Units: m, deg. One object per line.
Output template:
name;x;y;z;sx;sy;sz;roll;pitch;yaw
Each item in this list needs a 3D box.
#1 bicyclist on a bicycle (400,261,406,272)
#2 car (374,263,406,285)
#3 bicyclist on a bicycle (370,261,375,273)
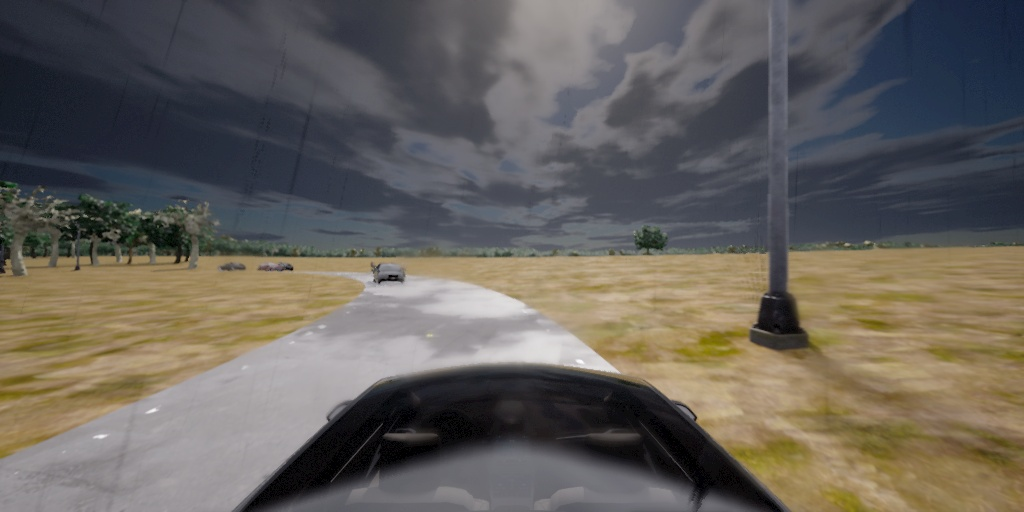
bicyclist on a bicycle;-11.950;1.364;39.116;0.866;1.612;1.509;1;-1;-36
car;-9.024;1.258;26.318;1.837;1.490;4.892;1;-1;-25
bicyclist on a bicycle;-18.016;1.471;46.268;0.582;1.620;1.656;1;-2;-45
